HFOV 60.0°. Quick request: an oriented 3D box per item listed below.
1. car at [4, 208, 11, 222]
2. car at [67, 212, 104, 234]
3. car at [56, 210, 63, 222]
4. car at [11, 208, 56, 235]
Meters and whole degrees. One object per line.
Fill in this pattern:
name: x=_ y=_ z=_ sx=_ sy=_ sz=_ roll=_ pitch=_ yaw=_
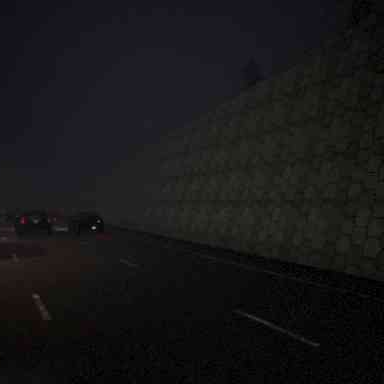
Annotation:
car: x=-19.523 y=2.497 z=36.766 sx=1.882 sy=1.535 sz=5.008 roll=2 pitch=-2 yaw=-32
car: x=-8.029 y=2.265 z=24.947 sx=1.837 sy=1.490 sz=4.892 roll=2 pitch=-2 yaw=-32
car: x=-16.017 y=2.698 z=37.751 sx=1.895 sy=1.301 sz=4.718 roll=2 pitch=-2 yaw=-32
car: x=-11.407 y=2.029 z=23.758 sx=2.097 sy=1.767 sz=4.553 roll=2 pitch=-2 yaw=-32
